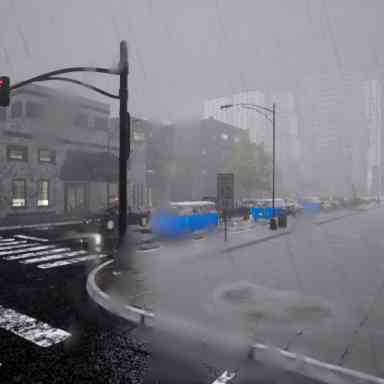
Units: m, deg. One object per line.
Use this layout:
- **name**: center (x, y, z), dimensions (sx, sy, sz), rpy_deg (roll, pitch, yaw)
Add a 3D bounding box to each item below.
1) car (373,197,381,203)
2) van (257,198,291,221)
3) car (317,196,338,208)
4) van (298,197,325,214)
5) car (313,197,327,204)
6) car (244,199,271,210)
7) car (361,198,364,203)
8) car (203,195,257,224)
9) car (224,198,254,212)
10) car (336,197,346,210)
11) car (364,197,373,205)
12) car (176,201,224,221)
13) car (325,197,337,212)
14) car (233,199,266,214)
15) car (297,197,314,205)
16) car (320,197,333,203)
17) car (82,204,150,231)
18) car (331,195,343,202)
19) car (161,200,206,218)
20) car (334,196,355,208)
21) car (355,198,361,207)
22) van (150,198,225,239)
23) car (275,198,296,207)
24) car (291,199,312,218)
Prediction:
- **car**: center (44.271, 1.899, 80.938), dimensions (1.947, 1.339, 4.313), rpy_deg (0, 0, 35)
- **van**: center (6.246, 1.436, 26.674), dimensions (1.690, 1.788, 3.998), rpy_deg (0, 0, 35)
- **car**: center (21.808, 1.526, 53.387), dimensions (2.097, 1.767, 4.553), rpy_deg (1, 0, 35)
- **van**: center (12.584, 1.469, 35.718), dimensions (1.690, 1.788, 3.998), rpy_deg (0, 0, 35)
- **car**: center (27.814, 1.728, 72.056), dimensions (1.752, 1.417, 4.829), rpy_deg (0, 0, 35)
- **car**: center (8.899, 1.628, 45.064), dimensions (1.887, 1.381, 4.507), rpy_deg (0, 0, 35)
- **car**: center (28.525, 1.748, 58.467), dimensions (1.752, 1.417, 4.829), rpy_deg (0, 0, 35)
- **car**: center (2.712, 1.290, 26.114), dimensions (2.150, 2.045, 5.566), rpy_deg (0, 0, 35)
- **car**: center (5.732, 1.506, 40.542), dimensions (1.967, 1.590, 4.097), rpy_deg (0, 0, 35)
- **car**: center (18.920, 1.729, 44.761), dimensions (1.947, 1.339, 4.313), rpy_deg (0, 0, 35)
- **car**: center (34.764, 1.809, 67.372), dimensions (1.887, 1.381, 4.507), rpy_deg (0, 0, 35)
- **car**: center (0.810, 1.554, 29.001), dimensions (1.837, 1.490, 4.892), rpy_deg (1, 0, 35)
- **car**: center (15.850, 1.671, 40.379), dimensions (1.752, 1.417, 4.829), rpy_deg (0, 0, 35)
- **car**: center (6.491, 1.604, 37.084), dimensions (1.812, 1.442, 4.674), rpy_deg (1, 0, 35)
- **car**: center (21.574, 1.705, 63.151), dimensions (1.887, 1.381, 4.507), rpy_deg (0, 0, 35)
- **car**: center (31.080, 1.792, 76.717), dimensions (1.947, 1.339, 4.313), rpy_deg (0, 0, 35)
- **car**: center (-4.653, 1.528, 21.207), dimensions (1.837, 1.490, 4.892), rpy_deg (1, 0, 35)
- **car**: center (37.418, 1.712, 85.761), dimensions (1.967, 1.590, 4.097), rpy_deg (0, 0, 35)
- **car**: center (-0.705, 1.558, 31.358), dimensions (1.752, 1.417, 4.829), rpy_deg (0, 0, 35)
- **car**: center (22.091, 1.497, 49.284), dimensions (2.192, 1.841, 5.009), rpy_deg (0, 0, 35)
- **car**: center (25.260, 1.516, 53.807), dimensions (2.192, 1.841, 5.009), rpy_deg (0, 0, 35)
- **van**: center (-0.091, 1.406, 17.629), dimensions (1.690, 1.788, 3.998), rpy_deg (0, 0, 35)
- **car**: center (15.237, 1.665, 54.107), dimensions (1.887, 1.381, 4.507), rpy_deg (0, 0, 35)
- **car**: center (9.414, 1.655, 31.195), dimensions (1.887, 1.381, 4.507), rpy_deg (0, 0, 35)
